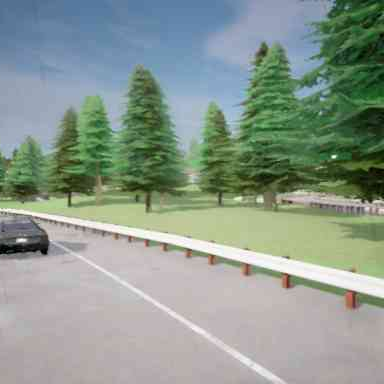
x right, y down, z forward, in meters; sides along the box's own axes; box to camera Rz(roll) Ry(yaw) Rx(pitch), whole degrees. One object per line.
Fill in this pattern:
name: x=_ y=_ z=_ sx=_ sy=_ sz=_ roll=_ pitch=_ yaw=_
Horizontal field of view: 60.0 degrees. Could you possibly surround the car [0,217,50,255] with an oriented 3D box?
car: x=-7.180 y=1.711 z=13.513 sx=1.994 sy=1.385 sz=4.181 roll=0 pitch=0 yaw=-34
